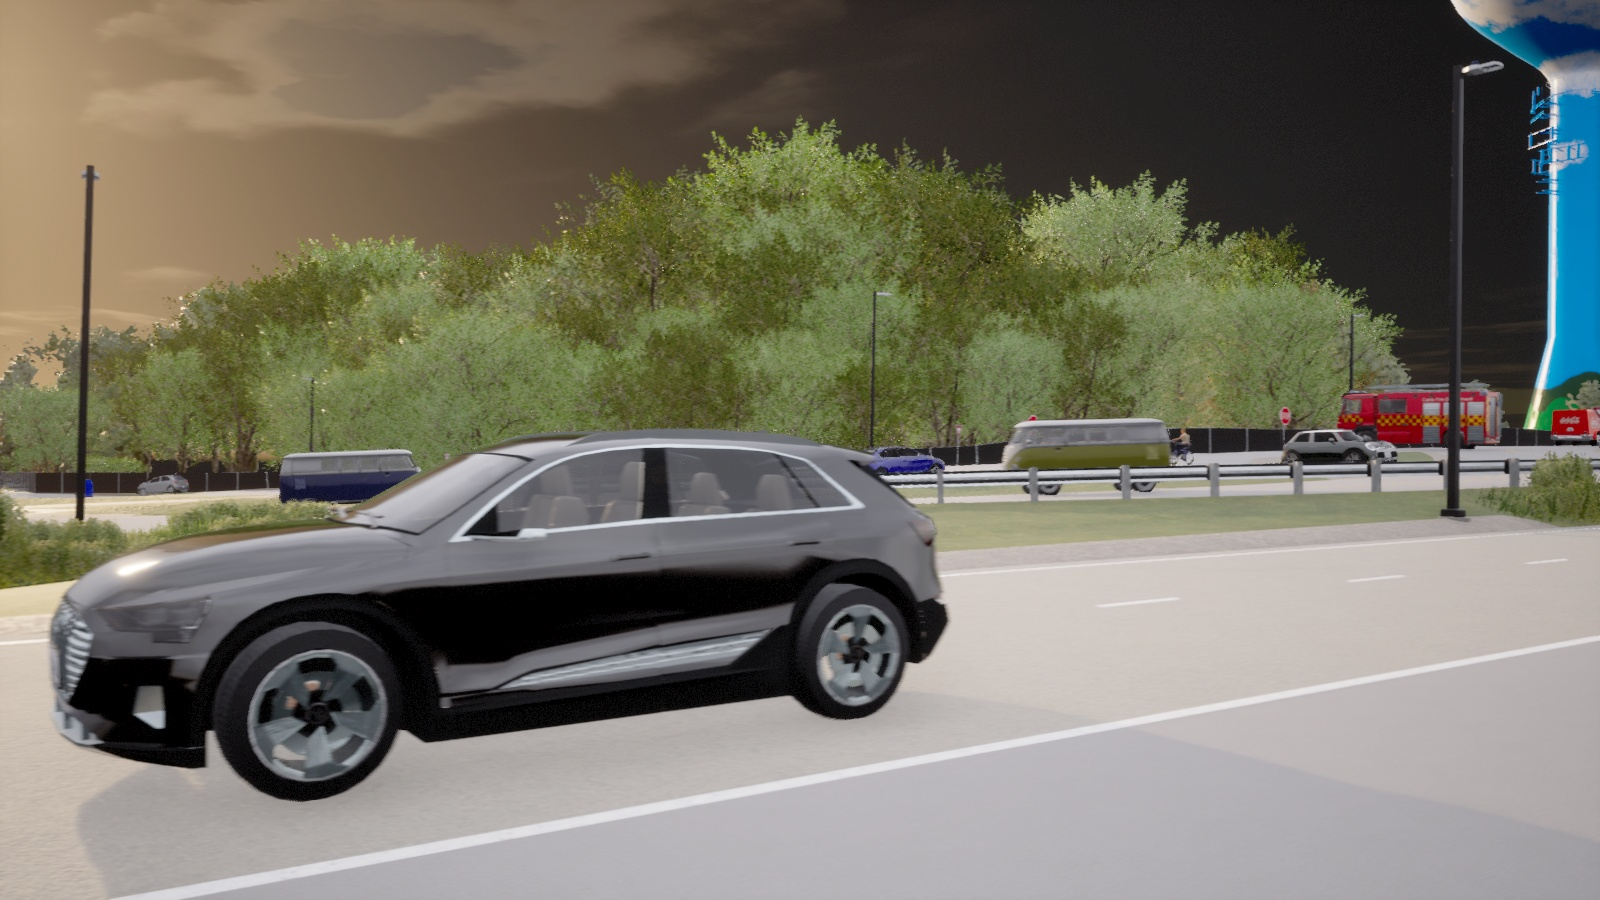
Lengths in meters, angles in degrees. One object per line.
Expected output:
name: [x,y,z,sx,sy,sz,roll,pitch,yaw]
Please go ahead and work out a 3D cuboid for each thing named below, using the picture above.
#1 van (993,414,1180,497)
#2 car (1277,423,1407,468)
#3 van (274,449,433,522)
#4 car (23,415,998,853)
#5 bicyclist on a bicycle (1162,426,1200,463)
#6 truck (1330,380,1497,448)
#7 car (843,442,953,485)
van: [7.585,0.149,33.426,4.442,1.987,1.775,-2,-1,-6]
car: [19.642,-0.136,45.640,1.970,1.475,3.806,-2,0,-34]
van: [-13.928,1.078,39.191,4.442,1.987,1.775,-3,-1,-24]
car: [-1.390,0.694,6.956,4.856,1.649,2.033,0,0,-35]
bicyclist on a bicycle: [17.008,-0.236,56.075,0.866,1.612,1.509,0,0,-23]
truck: [36.370,-2.085,74.706,8.468,3.827,2.891,0,1,43]
car: [4.019,0.532,51.153,4.193,1.474,1.816,-4,2,-34]
